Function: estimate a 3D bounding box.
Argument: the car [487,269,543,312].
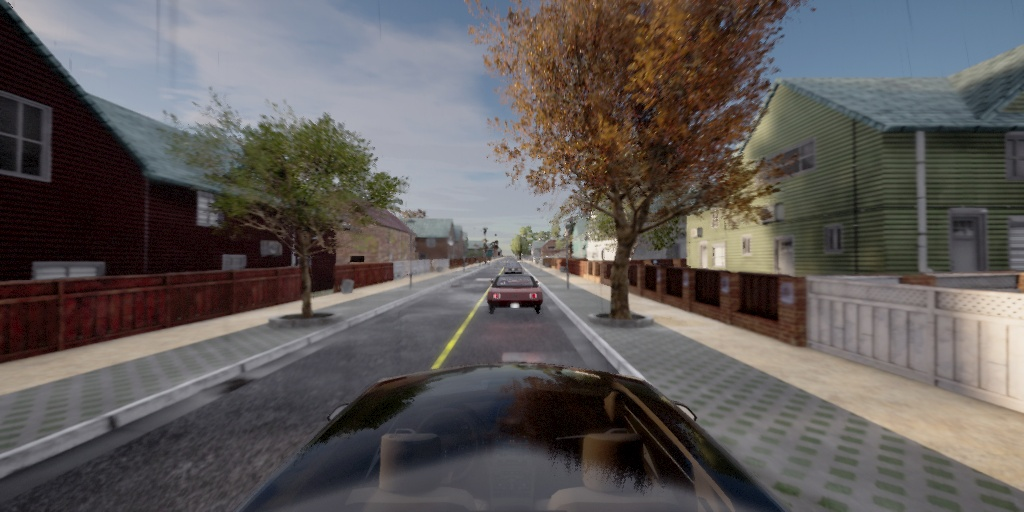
[{"bbox_3d":[0.103,1.352,14.081,1.895,1.301,4.718,0,0,0],"label":"car"}]

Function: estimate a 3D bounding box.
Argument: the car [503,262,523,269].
[{"bbox_3d":[0.108,1.294,35.335,2.033,1.411,5.357,0,0,0],"label":"car"}]
